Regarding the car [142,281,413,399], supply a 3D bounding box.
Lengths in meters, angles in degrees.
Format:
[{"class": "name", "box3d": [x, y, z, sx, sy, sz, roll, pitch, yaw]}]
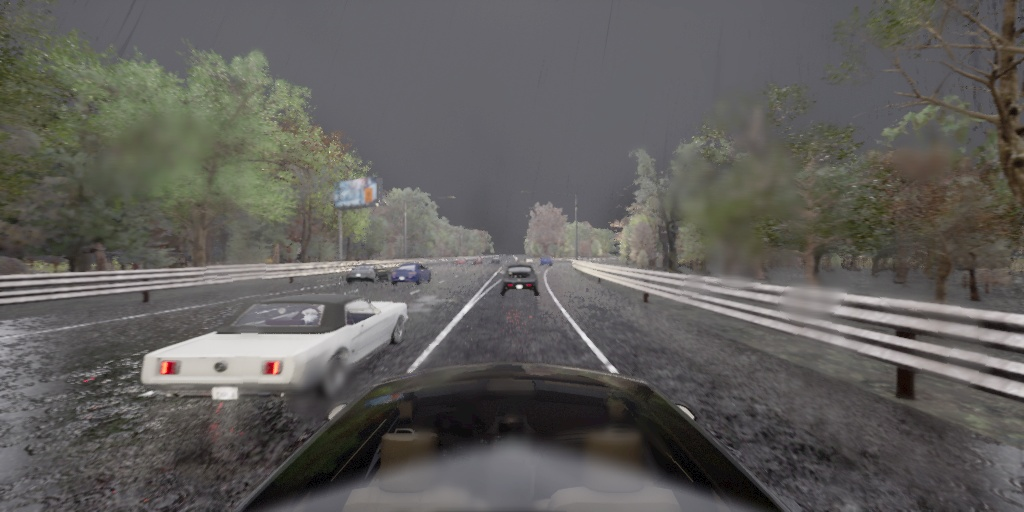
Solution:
[{"class": "car", "box3d": [-3.402, 1.338, 6.483, 1.895, 1.301, 4.718, 0, 0, 0]}]

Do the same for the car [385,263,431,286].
[{"class": "car", "box3d": [-6.900, 1.216, 24.761, 1.812, 1.442, 4.674, 0, 0, 0]}]

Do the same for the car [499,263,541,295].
[{"class": "car", "box3d": [0.454, 1.208, 19.383, 1.837, 1.490, 4.892, 0, 0, 2]}]

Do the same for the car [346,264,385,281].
[{"class": "car", "box3d": [-10.403, 1.250, 26.277, 1.994, 1.385, 4.181, 0, 0, 0]}]
